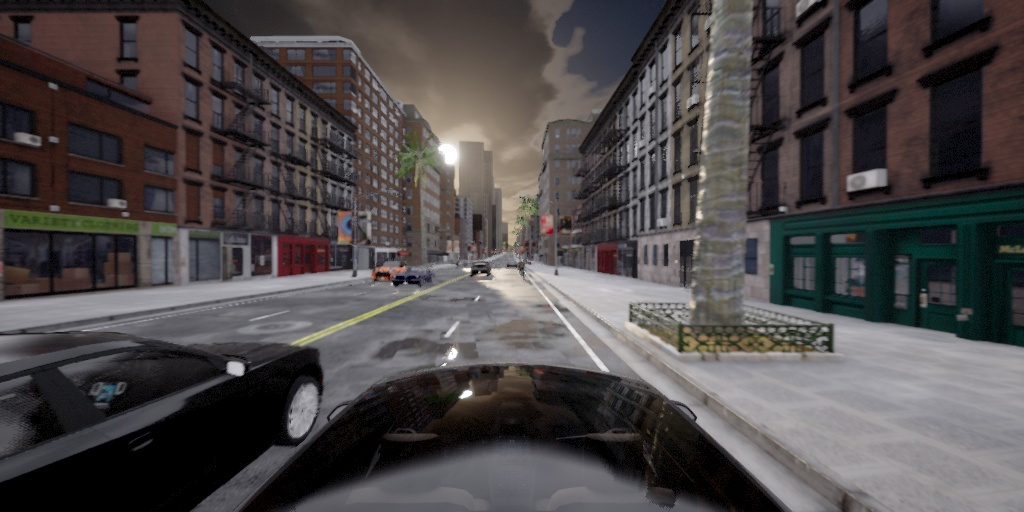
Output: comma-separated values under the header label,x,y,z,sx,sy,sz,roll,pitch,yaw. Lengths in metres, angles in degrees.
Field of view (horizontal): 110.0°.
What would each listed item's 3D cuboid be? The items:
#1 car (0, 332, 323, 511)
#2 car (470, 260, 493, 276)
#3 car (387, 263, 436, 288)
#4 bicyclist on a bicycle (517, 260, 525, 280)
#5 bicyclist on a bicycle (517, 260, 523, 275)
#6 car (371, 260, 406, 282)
label,x,y,z,sx,sy,sz,roll,pitch,yaw
car,-3.150,1.227,2.229,1.882,1.535,5.008,0,0,0
car,-3.149,1.310,37.298,1.837,1.490,4.892,0,0,0
car,-6.598,1.373,24.429,1.895,1.301,4.718,0,0,0
bicyclist on a bicycle,0.895,1.241,30.824,0.582,1.620,1.656,0,0,0
bicyclist on a bicycle,0.895,1.267,40.007,0.582,1.620,1.656,0,-1,0
car,-9.843,1.137,29.536,2.097,1.767,4.553,0,0,0
